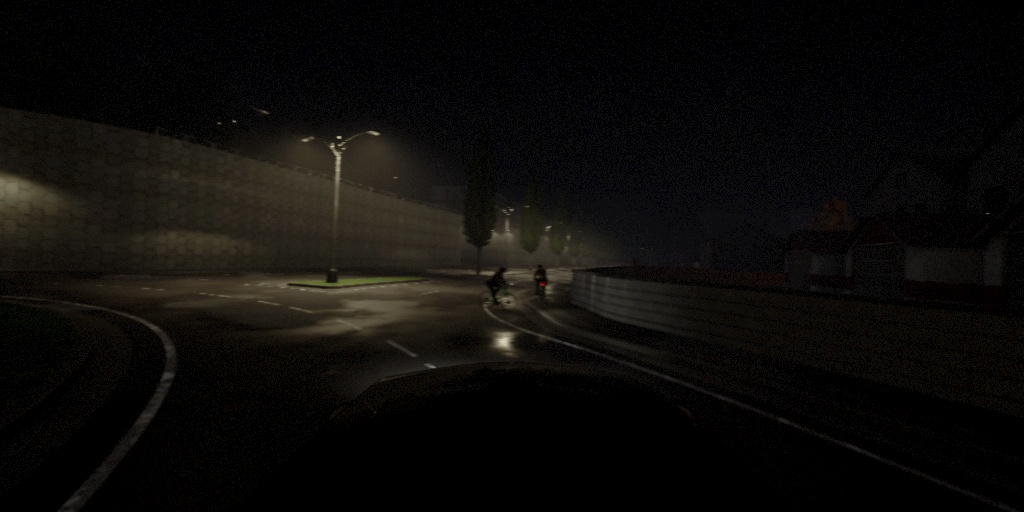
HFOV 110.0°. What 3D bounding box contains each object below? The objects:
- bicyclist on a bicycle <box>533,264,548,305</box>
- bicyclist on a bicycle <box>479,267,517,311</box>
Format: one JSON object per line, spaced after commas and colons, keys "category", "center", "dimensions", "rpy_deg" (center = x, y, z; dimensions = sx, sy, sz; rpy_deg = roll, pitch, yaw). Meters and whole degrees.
{"category": "bicyclist on a bicycle", "center": [1.161, 1.163, 14.801], "dimensions": [0.582, 1.620, 1.656], "rpy_deg": [3, 0, -13]}
{"category": "bicyclist on a bicycle", "center": [-0.521, 1.230, 13.472], "dimensions": [1.656, 1.620, 0.582], "rpy_deg": [3, 0, 27]}
